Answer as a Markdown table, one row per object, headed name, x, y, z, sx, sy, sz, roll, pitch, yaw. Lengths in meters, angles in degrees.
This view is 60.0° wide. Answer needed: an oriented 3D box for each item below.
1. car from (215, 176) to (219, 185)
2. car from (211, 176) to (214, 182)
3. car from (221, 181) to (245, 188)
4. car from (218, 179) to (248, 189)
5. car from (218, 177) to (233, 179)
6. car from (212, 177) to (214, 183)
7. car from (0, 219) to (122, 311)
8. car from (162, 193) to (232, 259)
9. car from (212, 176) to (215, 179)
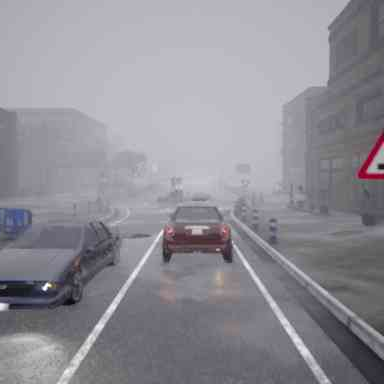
| name | x | y | z | sx | sy | sz | roll | pitch | yaw |
| --- | --- | --- | --- | --- | --- | --- | --- | --- | --- |
| car | 8.552 | -2.167 | 74.846 | 5.566 | 2.045 | 2.435 | 0 | 4 | 0 |
| car | 8.428 | -2.902 | 91.368 | 5.008 | 1.535 | 2.097 | 0 | 3 | 0 |
| car | 8.560 | -1.519 | 69.365 | 4.674 | 1.452 | 2.002 | 0 | 4 | 0 |
| car | 8.388 | -1.378 | 66.610 | 5.366 | 1.575 | 1.946 | 0 | 4 | 0 |
| car | 8.508 | -1.865 | 72.104 | 4.553 | 1.767 | 2.185 | 0 | 4 | 0 |
| car | 8.463 | -2.587 | 85.866 | 4.892 | 1.521 | 2.231 | 0 | 3 | 0 |
| car | -3.035 | 1.392 | 7.960 | 2.033 | 1.411 | 5.357 | 0 | 1 | 1 |
| car | 0.164 | 1.107 | 11.722 | 2.097 | 1.767 | 4.553 | 0 | 1 | 0 |
| car | 8.409 | -2.717 | 88.619 | 4.792 | 1.488 | 2.163 | 0 | 3 | 0 |
